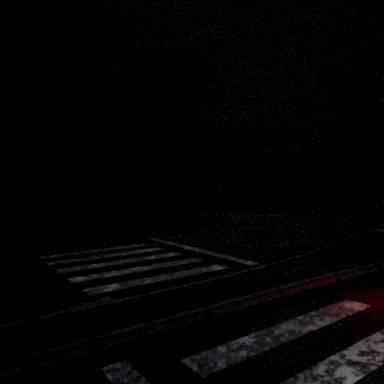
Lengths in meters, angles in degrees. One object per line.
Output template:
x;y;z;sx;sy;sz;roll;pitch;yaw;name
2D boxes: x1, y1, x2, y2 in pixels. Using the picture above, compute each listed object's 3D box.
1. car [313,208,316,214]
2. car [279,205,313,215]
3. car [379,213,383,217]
17.829;2.974;54.173;4.892;1.490;1.837;3;-2;-22;car
14.950;2.666;48.869;4.902;1.511;2.128;4;-2;-34;car
33.660;3.695;54.142;5.357;1.411;2.033;2;-2;22;car
